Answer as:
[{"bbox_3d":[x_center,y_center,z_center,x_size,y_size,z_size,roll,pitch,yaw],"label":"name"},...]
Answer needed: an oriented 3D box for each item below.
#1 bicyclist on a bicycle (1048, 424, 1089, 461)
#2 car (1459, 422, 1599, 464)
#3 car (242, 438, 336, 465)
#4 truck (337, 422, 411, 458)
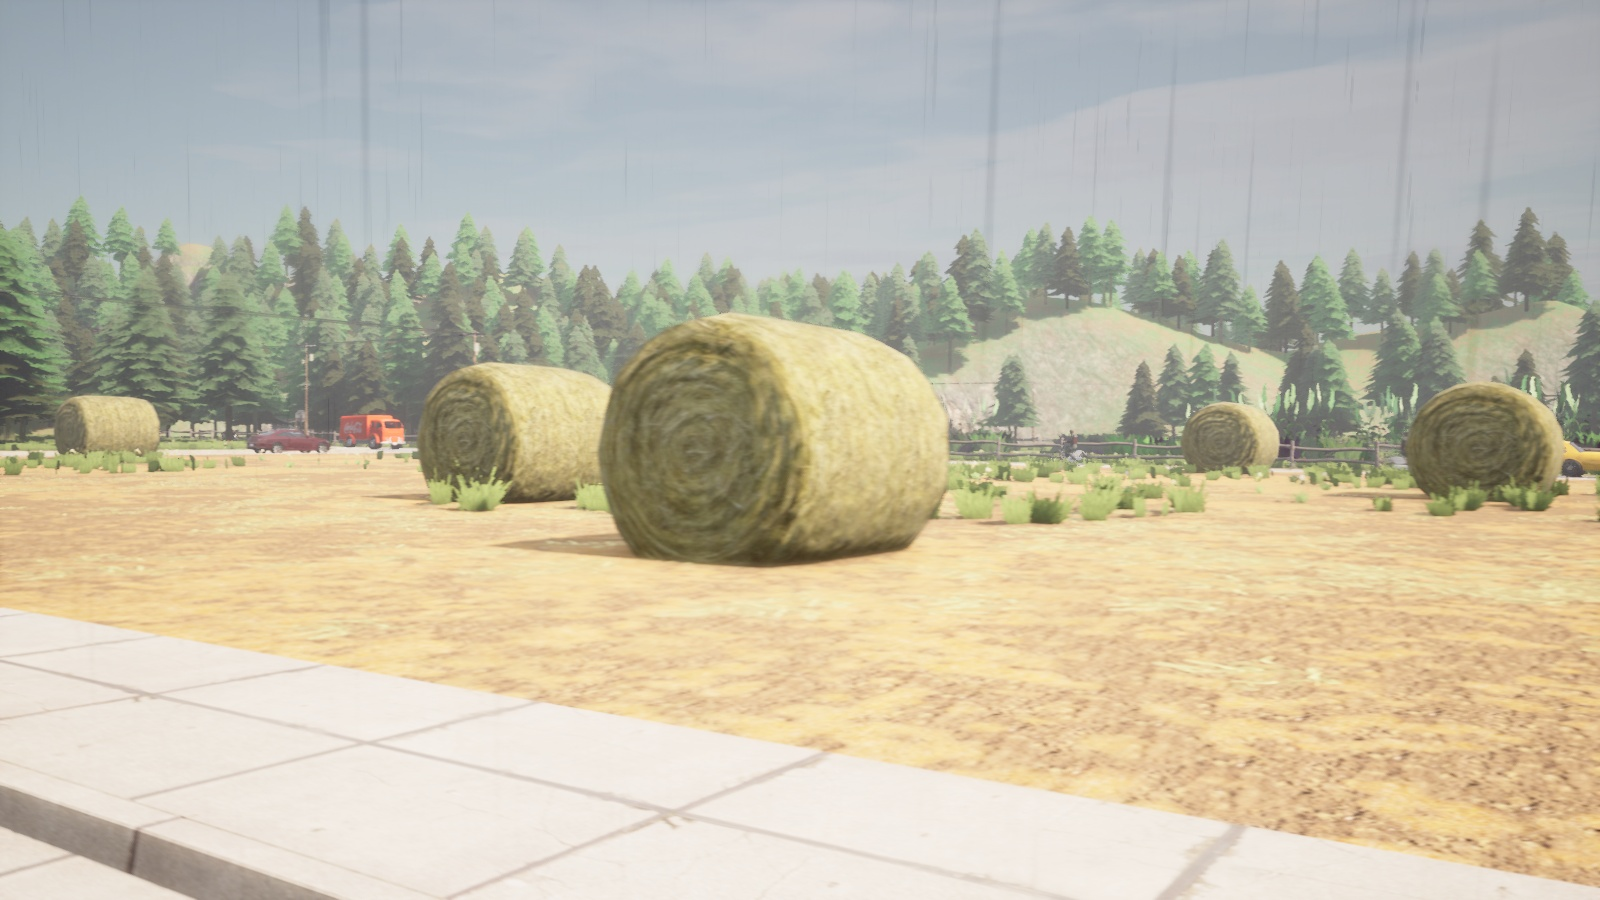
[{"bbox_3d":[13.147,-0.365,61.517,1.843,1.776,0.659,0,1,37],"label":"bicyclist on a bicycle"},{"bbox_3d":[29.056,-0.275,49.346,5.366,1.575,1.801,0,1,37],"label":"car"},{"bbox_3d":[-28.864,0.076,71.013,1.812,1.442,4.674,0,1,35],"label":"car"},{"bbox_3d":[-30.790,-0.712,90.739,5.204,2.467,2.627,-1,0,38],"label":"truck"}]
